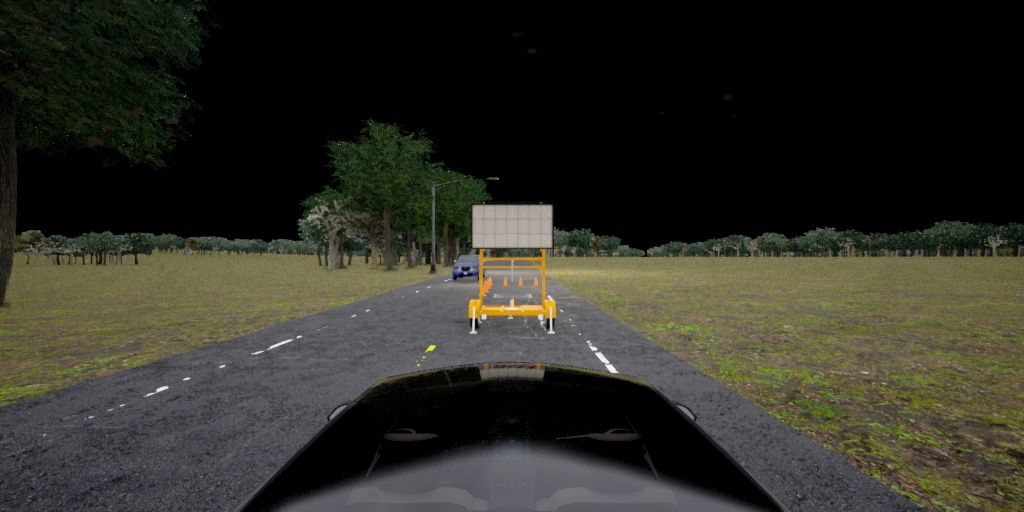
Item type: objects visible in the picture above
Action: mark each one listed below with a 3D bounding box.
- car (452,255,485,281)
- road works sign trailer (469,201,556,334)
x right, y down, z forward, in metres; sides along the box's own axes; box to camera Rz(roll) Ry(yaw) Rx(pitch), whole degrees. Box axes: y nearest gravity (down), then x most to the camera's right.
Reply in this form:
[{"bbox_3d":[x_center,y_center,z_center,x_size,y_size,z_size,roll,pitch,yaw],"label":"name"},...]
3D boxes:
[{"bbox_3d":[-3.396,0.907,29.085,2.150,2.045,5.566,0,0,0],"label":"car"},{"bbox_3d":[0.013,0.200,10.594,2.380,3.560,2.880,0,0,0],"label":"road works sign trailer"}]
